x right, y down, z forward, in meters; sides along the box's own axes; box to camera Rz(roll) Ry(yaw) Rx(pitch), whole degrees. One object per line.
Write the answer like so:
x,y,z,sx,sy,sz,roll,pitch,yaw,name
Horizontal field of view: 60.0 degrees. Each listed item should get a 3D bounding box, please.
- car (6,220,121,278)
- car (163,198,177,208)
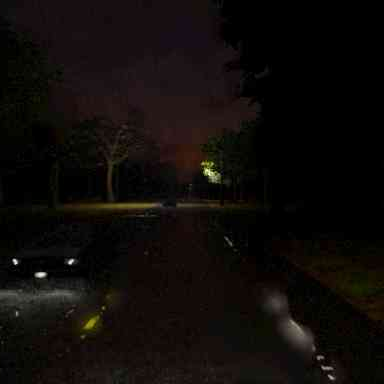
-3.610,1.613,10.617,2.033,1.411,5.357,0,0,0,car
-3.581,1.762,53.757,1.812,1.442,4.674,0,0,0,car
